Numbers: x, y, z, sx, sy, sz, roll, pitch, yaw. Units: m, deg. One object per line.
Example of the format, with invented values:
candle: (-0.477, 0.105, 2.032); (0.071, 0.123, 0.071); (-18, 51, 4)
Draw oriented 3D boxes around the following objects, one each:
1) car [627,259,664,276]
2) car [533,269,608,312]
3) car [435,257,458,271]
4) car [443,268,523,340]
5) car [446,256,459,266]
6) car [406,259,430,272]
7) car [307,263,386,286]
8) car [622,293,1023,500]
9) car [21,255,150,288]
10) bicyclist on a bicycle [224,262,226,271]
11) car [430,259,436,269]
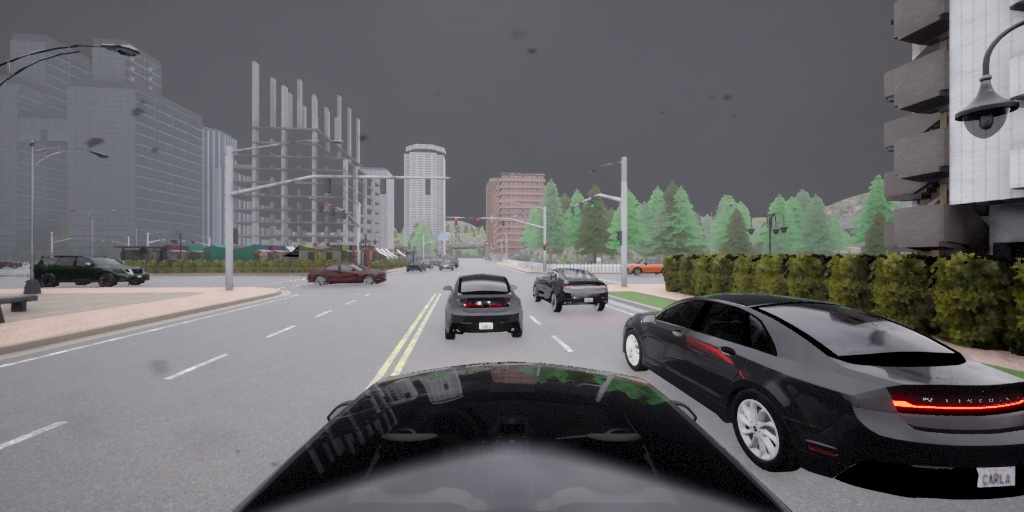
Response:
car: (14.035, 1.102, 37.519); (4.553, 1.767, 2.097); (0, 0, -5)
car: (2.132, 1.242, 14.218); (2.128, 1.511, 4.902); (0, 0, -9)
car: (-9.090, 1.241, 50.069); (2.128, 1.511, 4.902); (0, 0, -7)
car: (-0.863, 1.255, 10.100); (1.837, 1.490, 4.892); (0, 0, -7)
car: (-10.191, 0.971, 59.869); (2.150, 2.045, 5.566); (0, 0, -6)
car: (-12.223, 1.351, 46.082); (1.895, 1.301, 4.718); (0, 0, -4)
car: (-11.226, 1.227, 24.537); (5.008, 1.535, 1.882); (0, 0, -5)
car: (3.110, 1.255, 4.857); (1.837, 1.490, 4.892); (0, 0, -4)
car: (-27.043, 0.969, 23.132); (5.566, 2.045, 2.150); (0, 0, -5)
bicyclist on a bicycle: (-29.539, 1.011, 37.401); (0.582, 1.620, 1.656); (0, 5, -5)
car: (-13.204, 1.255, 55.320); (1.837, 1.490, 4.892); (0, 0, -6)
